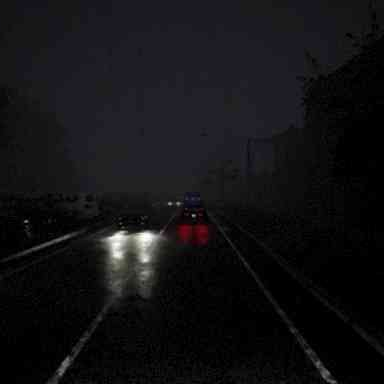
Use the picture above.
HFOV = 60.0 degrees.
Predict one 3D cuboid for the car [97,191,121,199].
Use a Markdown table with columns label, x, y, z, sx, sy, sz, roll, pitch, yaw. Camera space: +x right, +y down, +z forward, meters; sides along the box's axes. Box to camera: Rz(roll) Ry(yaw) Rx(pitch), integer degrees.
| label | x | y | z | sx | sy | sz | roll | pitch | yaw |
| --- | --- | --- | --- | --- | --- | --- | --- | --- | --- |
| car | -21.951 | 0.804 | 88.118 | 5.566 | 2.045 | 2.435 | 0 | 0 | 0 |

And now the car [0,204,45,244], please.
| label | x | y | z | sx | sy | sz | roll | pitch | yaw |
| --- | --- | --- | --- | --- | --- | --- | --- | --- | --- |
| car | -8.835 | 1.374 | 13.063 | 4.892 | 1.521 | 2.231 | 0 | 0 | 0 |

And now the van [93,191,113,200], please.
| label | x | y | z | sx | sy | sz | roll | pitch | yaw |
| --- | --- | --- | --- | --- | --- | --- | --- | --- | --- |
| van | -22.091 | 0.854 | 82.565 | 4.442 | 1.987 | 1.878 | 0 | 0 | 0 |

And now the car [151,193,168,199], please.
| label | x | y | z | sx | sy | sz | roll | pitch | yaw |
| --- | --- | --- | --- | --- | --- | --- | --- | --- | --- |
| car | -8.900 | 1.075 | 91.554 | 4.674 | 1.452 | 2.002 | 0 | 0 | 0 |

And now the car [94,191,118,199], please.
| label | x | y | z | sx | sy | sz | roll | pitch | yaw |
| --- | --- | --- | --- | --- | --- | --- | --- | --- | --- |
| car | -22.005 | 0.819 | 85.342 | 5.566 | 2.045 | 2.435 | 0 | 0 | 0 |

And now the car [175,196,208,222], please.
| label | x | y | z | sx | sy | sz | roll | pitch | yaw |
| --- | --- | --- | --- | --- | --- | --- | --- | --- | --- |
| car | 0.115 | 1.324 | 24.234 | 2.128 | 1.511 | 4.902 | 0 | 0 | 0 |

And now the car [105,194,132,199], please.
| label | x | y | z | sx | sy | sz | roll | pitch | yaw |
| --- | --- | --- | --- | --- | --- | --- | --- | --- | --- |
| car | -8.850 | 1.253 | 32.686 | 5.008 | 1.535 | 2.097 | 0 | 0 | 0 |

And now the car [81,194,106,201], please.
| label | x | y | z | sx | sy | sz | roll | pitch | yaw |
| --- | --- | --- | --- | --- | --- | --- | --- | --- | --- |
| car | -21.939 | 1.138 | 74.240 | 4.792 | 1.488 | 2.163 | 0 | 0 | 0 |

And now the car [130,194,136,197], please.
| label | x | y | z | sx | sy | sz | roll | pitch | yaw |
| --- | --- | --- | --- | --- | --- | --- | --- | --- | --- |
| car | -9.043 | 1.239 | 35.485 | 5.366 | 1.575 | 1.946 | 0 | 0 | 0 |

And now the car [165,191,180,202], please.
| label | x | y | z | sx | sy | sz | roll | pitch | yaw |
| --- | --- | --- | --- | --- | --- | --- | --- | --- | --- |
| car | -3.251 | 1.026 | 62.133 | 2.097 | 1.767 | 4.553 | 0 | 0 | 1 |

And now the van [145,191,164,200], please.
| label | x | y | z | sx | sy | sz | roll | pitch | yaw |
| --- | --- | --- | --- | --- | --- | --- | --- | --- | --- |
| van | -9.010 | 0.861 | 80.337 | 4.442 | 1.987 | 1.878 | 0 | 0 | 0 |

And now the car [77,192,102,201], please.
| label | x | y | z | sx | sy | sz | roll | pitch | yaw |
| --- | --- | --- | --- | --- | --- | --- | --- | --- | --- |
| car | -21.997 | 0.993 | 71.463 | 4.553 | 1.767 | 2.185 | 0 | 0 | 0 |

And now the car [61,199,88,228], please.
| label | x | y | z | sx | sy | sz | roll | pitch | yaw |
| --- | --- | --- | --- | --- | --- | --- | --- | --- | --- |
| car | -8.839 | 1.336 | 18.669 | 5.008 | 1.535 | 2.097 | 0 | 0 | 0 |

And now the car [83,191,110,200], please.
| label | x | y | z | sx | sy | sz | roll | pitch | yaw |
| --- | --- | --- | --- | --- | --- | --- | --- | --- | --- |
| car | -21.999 | 0.848 | 77.015 | 5.566 | 2.045 | 2.435 | 0 | 0 | 0 |

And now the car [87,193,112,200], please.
| label | x | y | z | sx | sy | sz | roll | pitch | yaw |
| --- | --- | --- | --- | --- | --- | --- | --- | --- | --- |
| car | -22.159 | 1.086 | 79.792 | 5.366 | 1.575 | 1.946 | 0 | 0 | 0 |

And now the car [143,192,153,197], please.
| label | x | y | z | sx | sy | sz | roll | pitch | yaw |
| --- | --- | --- | --- | --- | --- | --- | --- | --- | --- |
| car | -8.863 | 1.194 | 49.502 | 5.008 | 1.535 | 2.097 | 0 | 0 | 0 |

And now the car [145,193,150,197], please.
| label | x | y | z | sx | sy | sz | roll | pitch | yaw |
| --- | --- | --- | --- | --- | --- | --- | --- | --- | --- |
| car | -8.837 | 1.233 | 46.699 | 4.792 | 1.488 | 2.163 | 0 | 0 | 0 |

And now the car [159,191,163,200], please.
| label | x | y | z | sx | sy | sz | roll | pitch | yaw |
| --- | --- | --- | --- | --- | --- | --- | --- | --- | --- |
| car | -8.851 | 0.894 | 63.517 | 5.566 | 2.045 | 2.435 | 0 | 0 | 0 |

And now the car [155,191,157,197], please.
| label | x | y | z | sx | sy | sz | roll | pitch | yaw |
| --- | --- | --- | --- | --- | --- | --- | --- | --- | --- |
| car | -8.844 | 1.039 | 57.911 | 4.553 | 1.767 | 2.185 | 0 | 0 | 0 |

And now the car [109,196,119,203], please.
| label | x | y | z | sx | sy | sz | roll | pitch | yaw |
| --- | --- | --- | --- | --- | --- | --- | --- | --- | --- |
| car | -8.822 | 1.311 | 27.078 | 4.792 | 1.488 | 2.163 | 0 | 0 | 0 |

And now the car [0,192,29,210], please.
| label | x | y | z | sx | sy | sz | roll | pitch | yaw |
| --- | --- | --- | --- | --- | --- | --- | --- | --- | --- |
| car | -21.911 | 0.983 | 37.912 | 5.566 | 2.045 | 2.435 | 0 | 0 | 0 |

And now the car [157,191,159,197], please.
| label | x | y | z | sx | sy | sz | roll | pitch | yaw |
| --- | --- | --- | --- | --- | --- | --- | --- | --- | --- |
| car | -8.846 | 1.029 | 60.715 | 4.553 | 1.767 | 2.185 | 0 | 0 | 0 |

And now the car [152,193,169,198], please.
| label | x | y | z | sx | sy | sz | roll | pitch | yaw |
| --- | --- | --- | --- | --- | --- | --- | --- | --- | --- |
| car | -8.934 | 1.044 | 94.362 | 4.792 | 1.488 | 2.163 | 0 | 1 | 0 |

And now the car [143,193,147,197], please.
| label | x | y | z | sx | sy | sz | roll | pitch | yaw |
| --- | --- | --- | --- | --- | --- | --- | --- | --- | --- |
| car | -8.835 | 1.243 | 43.895 | 4.792 | 1.488 | 2.163 | 0 | 0 | 0 |

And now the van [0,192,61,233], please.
| label | x | y | z | sx | sy | sz | roll | pitch | yaw |
| --- | --- | --- | --- | --- | --- | --- | --- | --- | --- |
| van | -8.959 | 1.129 | 15.864 | 4.442 | 1.987 | 1.878 | 0 | 0 | 0 |

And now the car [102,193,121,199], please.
| label | x | y | z | sx | sy | sz | roll | pitch | yaw |
| --- | --- | --- | --- | --- | --- | --- | --- | --- | --- |
| car | -22.010 | 1.069 | 90.895 | 4.792 | 1.488 | 2.163 | 0 | 0 | 0 |

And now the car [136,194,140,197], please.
| label | x | y | z | sx | sy | sz | roll | pitch | yaw |
| --- | --- | --- | --- | --- | --- | --- | --- | --- | --- |
| car | -8.889 | 1.262 | 38.289 | 4.792 | 1.488 | 2.163 | 0 | 0 | 0 |

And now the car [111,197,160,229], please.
| label | x | y | z | sx | sy | sz | roll | pitch | yaw |
| --- | --- | --- | --- | --- | --- | --- | --- | --- | --- |
| car | -3.337 | 1.333 | 20.686 | 1.882 | 1.535 | 5.008 | 0 | 0 | 0 |

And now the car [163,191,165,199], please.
| label | x | y | z | sx | sy | sz | roll | pitch | yaw |
| --- | --- | --- | --- | --- | --- | --- | --- | --- | --- |
| car | -8.854 | 0.884 | 66.321 | 5.566 | 2.045 | 2.435 | 0 | 0 | 0 |

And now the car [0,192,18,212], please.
| label | x | y | z | sx | sy | sz | roll | pitch | yaw |
| --- | --- | --- | --- | --- | --- | --- | --- | --- | --- |
| car | -21.908 | 0.992 | 35.250 | 5.566 | 2.045 | 2.435 | 0 | 0 | 0 |

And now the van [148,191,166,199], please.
| label | x | y | z | sx | sy | sz | roll | pitch | yaw |
| --- | --- | --- | --- | --- | --- | --- | --- | --- | --- |
| van | -9.014 | 0.842 | 85.942 | 4.442 | 1.987 | 1.878 | 0 | 0 | 0 |

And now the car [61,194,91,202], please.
| label | x | y | z | sx | sy | sz | roll | pitch | yaw |
| --- | --- | --- | --- | --- | --- | --- | --- | --- | --- |
| car | -21.965 | 1.148 | 63.136 | 4.892 | 1.521 | 2.231 | 0 | 0 | 0 |

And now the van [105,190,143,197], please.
| label | x | y | z | sx | sy | sz | roll | pitch | yaw |
| --- | --- | --- | --- | --- | --- | --- | --- | --- | --- |
| van | -8.745 | 0.997 | 41.091 | 4.442 | 1.987 | 1.878 | 0 | 0 | 0 |

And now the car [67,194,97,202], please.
| label | x | y | z | sx | sy | sz | roll | pitch | yaw |
| --- | --- | --- | --- | --- | --- | --- | --- | --- | --- |
| car | -21.776 | 1.134 | 65.913 | 5.366 | 1.575 | 1.946 | 0 | 0 | 0 |

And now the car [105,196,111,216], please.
| label | x | y | z | sx | sy | sz | roll | pitch | yaw |
| --- | --- | --- | --- | --- | --- | --- | --- | --- | --- |
| car | -8.844 | 1.299 | 24.280 | 4.892 | 1.521 | 2.231 | 0 | 0 | 0 |

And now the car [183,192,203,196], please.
| label | x | y | z | sx | sy | sz | roll | pitch | yaw |
| --- | --- | --- | --- | --- | --- | --- | --- | --- | --- |
| car | 0.130 | 0.977 | 40.542 | 2.150 | 2.045 | 5.566 | 0 | 1 | 0 |

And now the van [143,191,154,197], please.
| label | x | y | z | sx | sy | sz | roll | pitch | yaw |
| --- | --- | --- | --- | --- | --- | --- | --- | --- | --- |
| van | -8.754 | 0.958 | 52.304 | 4.442 | 1.987 | 1.878 | 0 | 0 | 0 |

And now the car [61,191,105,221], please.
| label | x | y | z | sx | sy | sz | roll | pitch | yaw |
| --- | --- | --- | --- | --- | --- | --- | --- | --- | --- |
| car | -8.875 | 1.066 | 21.471 | 5.566 | 2.045 | 2.435 | 0 | 0 | 0 |

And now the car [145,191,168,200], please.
| label | x | y | z | sx | sy | sz | roll | pitch | yaw |
| --- | --- | --- | --- | --- | --- | --- | --- | --- | --- |
| car | -8.867 | 0.826 | 83.141 | 5.566 | 2.045 | 2.435 | 0 | 0 | 0 |
